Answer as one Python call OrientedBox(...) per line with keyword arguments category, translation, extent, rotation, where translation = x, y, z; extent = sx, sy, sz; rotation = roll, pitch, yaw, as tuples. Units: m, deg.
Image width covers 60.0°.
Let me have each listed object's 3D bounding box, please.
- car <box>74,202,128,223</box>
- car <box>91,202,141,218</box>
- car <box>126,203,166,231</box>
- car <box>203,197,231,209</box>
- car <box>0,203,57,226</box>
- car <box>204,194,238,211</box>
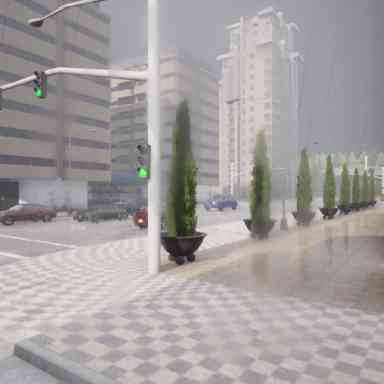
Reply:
OrientedBox(category="car", translation=(-7.101, 1.619, 26.090), extent=(1.994, 1.385, 4.181), rotation=(0, 0, 35))
OrientedBox(category="car", translation=(-7.226, 1.656, 32.078), extent=(1.895, 1.301, 4.718), rotation=(0, 0, 35))
OrientedBox(category="car", translation=(-1.588, 1.533, 21.416), extent=(1.882, 1.535, 5.008), rotation=(0, 0, 34))
OrientedBox(category="car", translation=(3.649, 1.560, 47.808), extent=(1.837, 1.490, 4.892), rotation=(0, 0, 35))
OrientedBox(category="car", translation=(-12.370, 1.581, 24.573), extent=(1.812, 1.442, 4.674), rotation=(0, 0, 34))
OrientedBox(category="car", translation=(3.740, 1.277, 41.800), extent=(2.150, 2.045, 5.566), rotation=(0, 0, 35))
